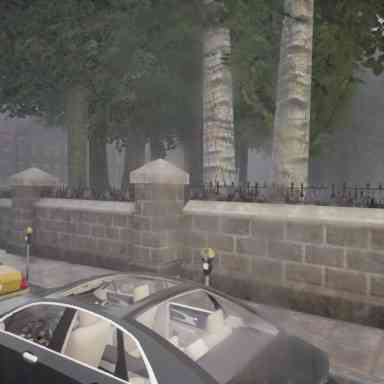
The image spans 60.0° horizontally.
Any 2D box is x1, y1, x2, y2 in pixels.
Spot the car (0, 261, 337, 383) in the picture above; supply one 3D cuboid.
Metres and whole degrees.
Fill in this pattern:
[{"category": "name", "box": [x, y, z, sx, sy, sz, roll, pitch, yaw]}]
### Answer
[{"category": "car", "box": [-0.872, 1.550, 3.416, 4.403, 1.369, 2.008, 0, 1, 36]}]
